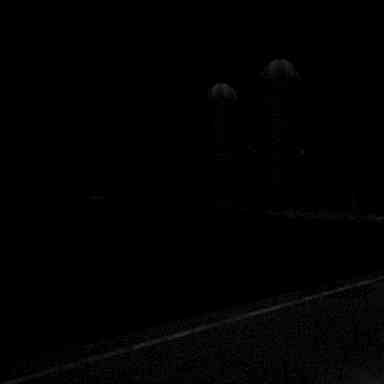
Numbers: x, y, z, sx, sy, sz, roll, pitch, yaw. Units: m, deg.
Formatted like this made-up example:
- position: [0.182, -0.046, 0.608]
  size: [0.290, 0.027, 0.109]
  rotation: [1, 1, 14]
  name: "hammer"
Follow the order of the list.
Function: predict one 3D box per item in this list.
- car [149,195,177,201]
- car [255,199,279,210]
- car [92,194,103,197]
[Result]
- position: [-4.433, 1.471, 54.726]
  size: [2.150, 2.045, 5.566]
  rotation: [1, -1, -34]
  name: "car"
- position: [11.033, 1.861, 49.304]
  size: [3.988, 1.617, 1.851]
  rotation: [1, -1, -36]
  name: "car"
- position: [-26.016, 1.508, 91.768]
  size: [2.150, 2.045, 5.566]
  rotation: [1, -1, -35]
  name: "car"
